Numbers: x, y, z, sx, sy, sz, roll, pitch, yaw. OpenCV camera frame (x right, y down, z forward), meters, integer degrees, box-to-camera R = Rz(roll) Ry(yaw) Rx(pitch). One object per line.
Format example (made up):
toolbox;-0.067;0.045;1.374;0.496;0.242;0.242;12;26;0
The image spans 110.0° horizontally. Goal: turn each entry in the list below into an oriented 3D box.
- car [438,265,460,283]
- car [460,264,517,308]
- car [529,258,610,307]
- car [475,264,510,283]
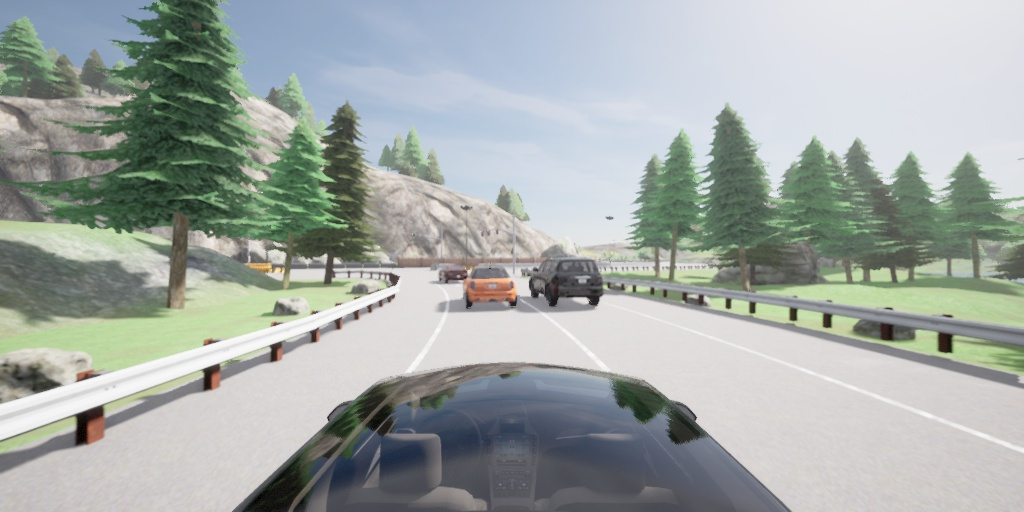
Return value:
car;-5.229;1.513;31.370;1.882;1.535;5.008;0;0;-21
car;-1.122;1.238;16.232;2.097;1.767;4.553;0;-1;-10
car;2.342;1.105;16.754;2.150;2.045;5.566;0;0;-10
car;-1.873;1.549;32.428;1.837;1.490;4.892;0;0;-20
